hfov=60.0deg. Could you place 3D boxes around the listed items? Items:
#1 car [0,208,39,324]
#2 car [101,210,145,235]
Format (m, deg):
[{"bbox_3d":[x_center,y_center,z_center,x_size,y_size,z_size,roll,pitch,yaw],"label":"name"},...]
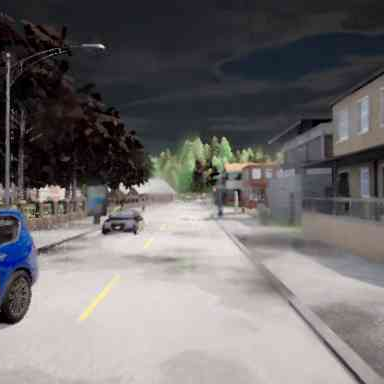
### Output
[{"bbox_3d":[-4.105,1.271,4.375,2.150,2.045,5.566,0,-1,0],"label":"car"},{"bbox_3d":[-4.038,1.771,20.112,1.994,1.385,4.181,0,-1,0],"label":"car"}]
